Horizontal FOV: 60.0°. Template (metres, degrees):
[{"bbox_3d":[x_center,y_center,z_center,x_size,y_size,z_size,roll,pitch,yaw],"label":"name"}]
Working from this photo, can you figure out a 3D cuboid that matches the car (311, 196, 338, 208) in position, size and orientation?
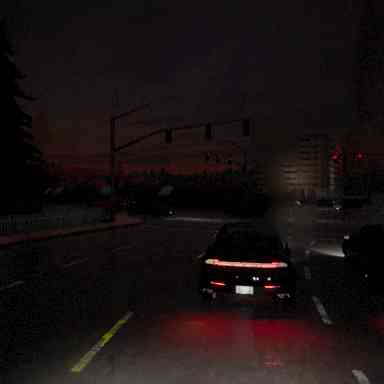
[{"bbox_3d":[19.176,1.547,47.886,2.033,1.411,5.357,0,0,32],"label":"car"}]

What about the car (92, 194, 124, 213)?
[{"bbox_3d":[-8.950,1.276,37.926,5.566,2.045,2.150,0,0,32],"label":"car"}]

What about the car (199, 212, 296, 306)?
[{"bbox_3d":[1.426,1.492,8.164,2.128,1.511,4.902,0,0,12],"label":"car"}]

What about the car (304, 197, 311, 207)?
[{"bbox_3d":[18.156,1.526,52.891,1.812,1.442,4.674,0,0,32],"label":"car"}]

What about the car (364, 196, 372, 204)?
[{"bbox_3d":[34.633,1.523,66.192,2.128,1.511,4.902,0,0,32],"label":"car"}]

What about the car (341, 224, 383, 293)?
[{"bbox_3d":[5.178,1.547,8.537,2.033,1.411,5.357,0,0,16],"label":"car"}]

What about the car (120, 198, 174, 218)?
[{"bbox_3d":[-3.846,1.547,30.426,4.902,1.511,2.128,0,0,35],"label":"car"}]

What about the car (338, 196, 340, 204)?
[{"bbox_3d":[24.626,1.492,56.709,2.128,1.511,4.902,0,0,32],"label":"car"}]

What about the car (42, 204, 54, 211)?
[{"bbox_3d":[-18.534,1.603,39.778,5.357,1.411,2.033,0,0,32],"label":"car"}]

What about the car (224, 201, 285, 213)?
[{"bbox_3d":[5.271,1.644,29.055,4.718,1.301,1.895,0,0,32],"label":"car"}]

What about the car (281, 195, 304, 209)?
[{"bbox_3d":[13.404,1.505,45.191,1.837,1.490,4.892,0,0,32],"label":"car"}]

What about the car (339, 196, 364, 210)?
[{"bbox_3d":[21.294,1.477,44.255,1.882,1.535,5.008,0,0,32],"label":"car"}]
